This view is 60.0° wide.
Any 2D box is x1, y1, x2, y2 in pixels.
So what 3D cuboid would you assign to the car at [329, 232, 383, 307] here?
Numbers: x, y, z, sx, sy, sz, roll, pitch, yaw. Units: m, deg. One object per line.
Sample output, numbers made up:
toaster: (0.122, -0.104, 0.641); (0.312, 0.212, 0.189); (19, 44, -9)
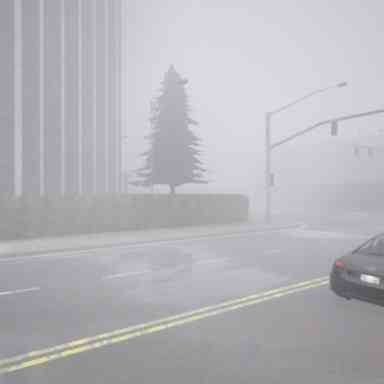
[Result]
car: (4.876, 1.552, 7.223); (4.181, 1.385, 1.994); (0, 0, -35)
